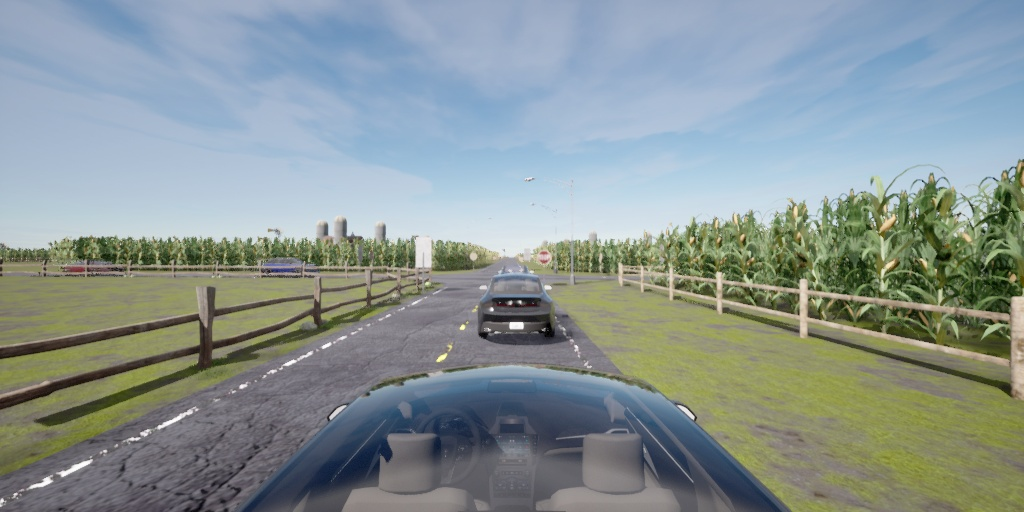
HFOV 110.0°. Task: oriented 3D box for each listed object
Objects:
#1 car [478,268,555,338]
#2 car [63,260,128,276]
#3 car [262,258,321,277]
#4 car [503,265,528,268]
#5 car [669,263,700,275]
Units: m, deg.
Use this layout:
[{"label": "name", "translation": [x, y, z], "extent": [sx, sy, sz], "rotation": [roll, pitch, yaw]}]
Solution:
[{"label": "car", "translation": [0.104, 1.254, 10.155], "extent": [1.837, 1.490, 4.892], "rotation": [0, 0, 0]}, {"label": "car", "translation": [-37.647, 1.086, 32.477], "extent": [4.181, 1.385, 1.994], "rotation": [0, -1, 1]}, {"label": "car", "translation": [-19.766, 0.967, 32.279], "extent": [4.553, 1.767, 2.097], "rotation": [0, -1, 1]}, {"label": "car", "translation": [0.213, 1.237, 20.145], "extent": [2.128, 1.511, 4.902], "rotation": [0, 0, 3]}, {"label": "car", "translation": [17.844, 1.354, 34.824], "extent": [5.008, 1.535, 1.882], "rotation": [0, -1, 1]}]
